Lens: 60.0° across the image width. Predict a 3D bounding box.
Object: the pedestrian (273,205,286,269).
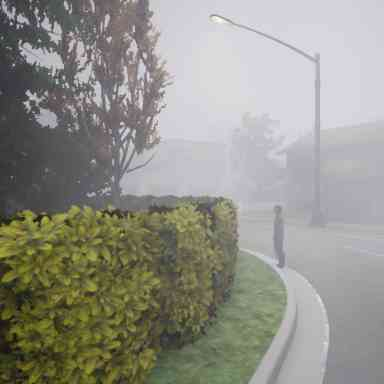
[{"bbox_3d":[2.559,1.294,9.642,0.375,1.860,0.375,0,0,-3],"label":"pedestrian"}]
